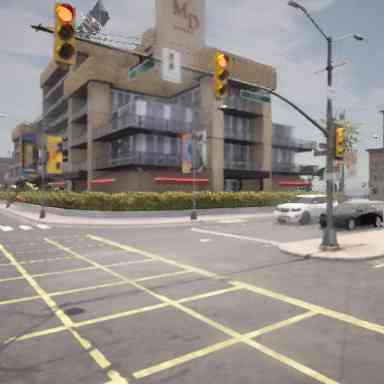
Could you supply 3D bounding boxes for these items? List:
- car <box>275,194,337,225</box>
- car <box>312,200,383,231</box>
[{"bbox_3d":[8.438,1.206,24.038,5.566,2.045,2.150,0,0,-35],"label":"car"},{"bbox_3d":[10.038,1.462,20.893,5.008,1.535,1.882,0,0,-35],"label":"car"}]
